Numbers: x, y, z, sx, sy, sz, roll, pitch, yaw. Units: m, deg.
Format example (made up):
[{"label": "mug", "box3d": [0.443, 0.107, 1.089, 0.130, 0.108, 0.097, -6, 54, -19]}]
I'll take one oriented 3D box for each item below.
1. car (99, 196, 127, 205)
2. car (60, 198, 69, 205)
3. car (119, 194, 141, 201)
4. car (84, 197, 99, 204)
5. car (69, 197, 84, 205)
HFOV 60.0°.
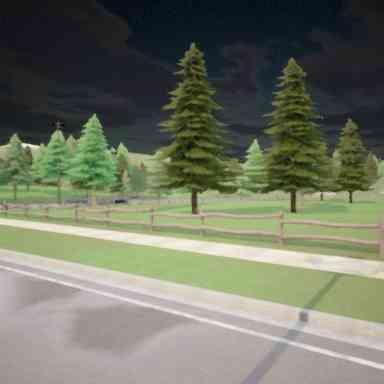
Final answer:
[{"label": "car", "box3d": [-13.917, 1.510, 60.461, 2.097, 1.767, 4.553, 0, 0, 36]}, {"label": "car", "box3d": [-23.378, 1.714, 65.164, 2.128, 1.511, 4.902, 0, 0, 35]}, {"label": "car", "box3d": [-14.411, 1.334, 77.921, 2.128, 1.511, 4.902, 0, 0, 35]}, {"label": "car", "box3d": [-17.121, 1.770, 61.957, 1.895, 1.301, 4.718, 0, 0, 36]}, {"label": "car", "box3d": [-20.211, 1.675, 63.625, 2.128, 1.511, 4.902, 0, 0, 36]}]
